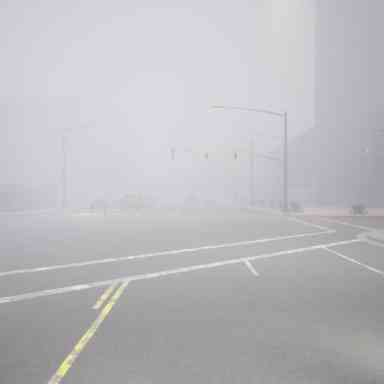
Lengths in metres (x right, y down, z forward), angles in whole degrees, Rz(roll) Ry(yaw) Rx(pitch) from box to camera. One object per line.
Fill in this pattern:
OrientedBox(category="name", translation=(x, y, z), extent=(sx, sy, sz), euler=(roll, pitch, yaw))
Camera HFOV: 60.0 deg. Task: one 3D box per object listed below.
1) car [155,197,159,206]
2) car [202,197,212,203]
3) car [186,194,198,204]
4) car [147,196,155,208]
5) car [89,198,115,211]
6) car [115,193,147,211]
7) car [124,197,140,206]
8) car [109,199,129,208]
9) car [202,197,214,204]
OrientedBox(category="car", translation=(-7.078, 1.608, 59.187), extent=(1.882, 1.535, 5.008), euler=(0, -1, 0))
OrientedBox(category="car", translation=(3.468, 1.778, 78.012), extent=(2.033, 1.411, 5.357), euler=(0, -1, 0))
OrientedBox(category="car", translation=(-0.028, 1.432, 67.625), extent=(2.150, 2.045, 5.566), euler=(0, -1, 0))
OrientedBox(category="car", translation=(-7.078, 1.388, 49.145), extent=(2.097, 1.767, 4.553), euler=(0, -1, -1))
OrientedBox(category="car", translation=(-10.584, 1.456, 39.132), extent=(2.128, 1.511, 4.902), euler=(0, 0, 0))
OrientedBox(category="car", translation=(-7.086, 1.192, 39.505), extent=(2.150, 2.045, 5.566), euler=(0, 0, 0))
OrientedBox(category="car", translation=(-10.575, 1.602, 58.549), extent=(1.882, 1.535, 5.008), euler=(0, -1, 0))
OrientedBox(category="car", translation=(-10.582, 1.631, 48.405), extent=(1.895, 1.301, 4.718), euler=(0, 0, 0))
OrientedBox(category="car", translation=(3.472, 1.740, 68.010), extent=(1.812, 1.442, 4.674), euler=(0, -1, 0))
